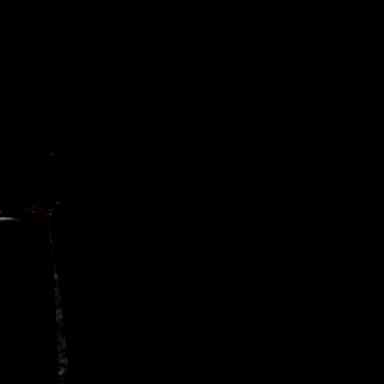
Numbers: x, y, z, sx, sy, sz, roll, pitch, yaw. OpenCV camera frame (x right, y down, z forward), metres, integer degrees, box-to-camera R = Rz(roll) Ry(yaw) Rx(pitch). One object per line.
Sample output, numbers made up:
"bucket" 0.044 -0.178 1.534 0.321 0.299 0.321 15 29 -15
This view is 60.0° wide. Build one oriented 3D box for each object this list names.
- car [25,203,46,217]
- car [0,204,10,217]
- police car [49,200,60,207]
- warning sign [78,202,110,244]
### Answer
"car" -18.682 2.074 39.496 1.882 1.535 5.008 2 -2 -22
"car" -21.808 2.044 37.568 2.033 1.411 5.357 2 -1 -22
"police car" -33.231 2.641 79.454 1.930 1.638 5.238 1 -1 -20
"warning sign" -4.663 1.413 15.721 1.300 1.860 1.060 1 -2 -24
